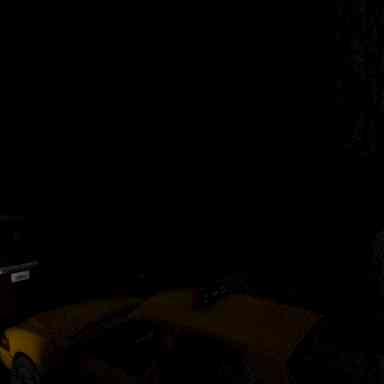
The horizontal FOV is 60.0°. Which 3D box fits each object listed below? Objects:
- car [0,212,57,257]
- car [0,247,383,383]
[{"bbox_3d":[-4.445,1.313,6.247,5.009,1.841,2.192,0,1,36],"label":"car"},{"bbox_3d":[-0.038,1.525,3.100,4.829,1.417,1.752,0,1,36],"label":"car"}]
